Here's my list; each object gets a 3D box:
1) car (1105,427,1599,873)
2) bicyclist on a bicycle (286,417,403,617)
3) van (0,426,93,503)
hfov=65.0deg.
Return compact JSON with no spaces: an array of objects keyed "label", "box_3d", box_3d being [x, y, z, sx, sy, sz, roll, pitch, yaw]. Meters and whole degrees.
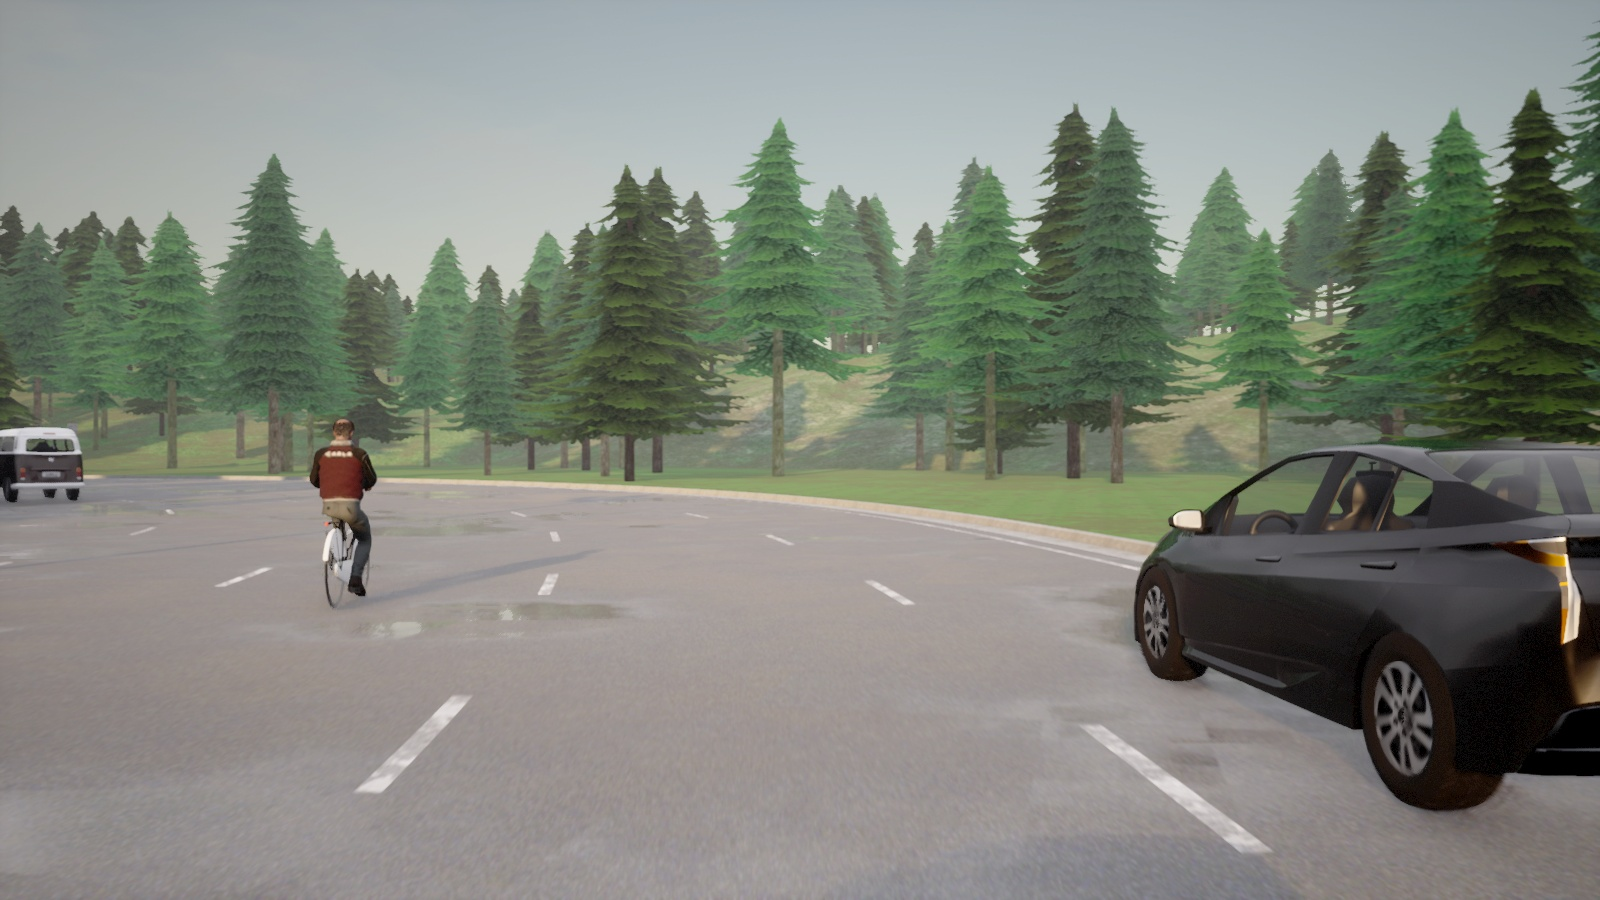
[{"label":"car","box_3d":[3.267,0.679,6.600,2.007,1.525,4.514,0,0,-3]},{"label":"bicyclist on a bicycle","box_3d":[-4.347,0.586,12.108,0.659,1.776,1.843,0,0,-7]},{"label":"van","box_3d":[-21.842,0.373,35.562,2.069,2.038,4.480,0,0,-44]}]
